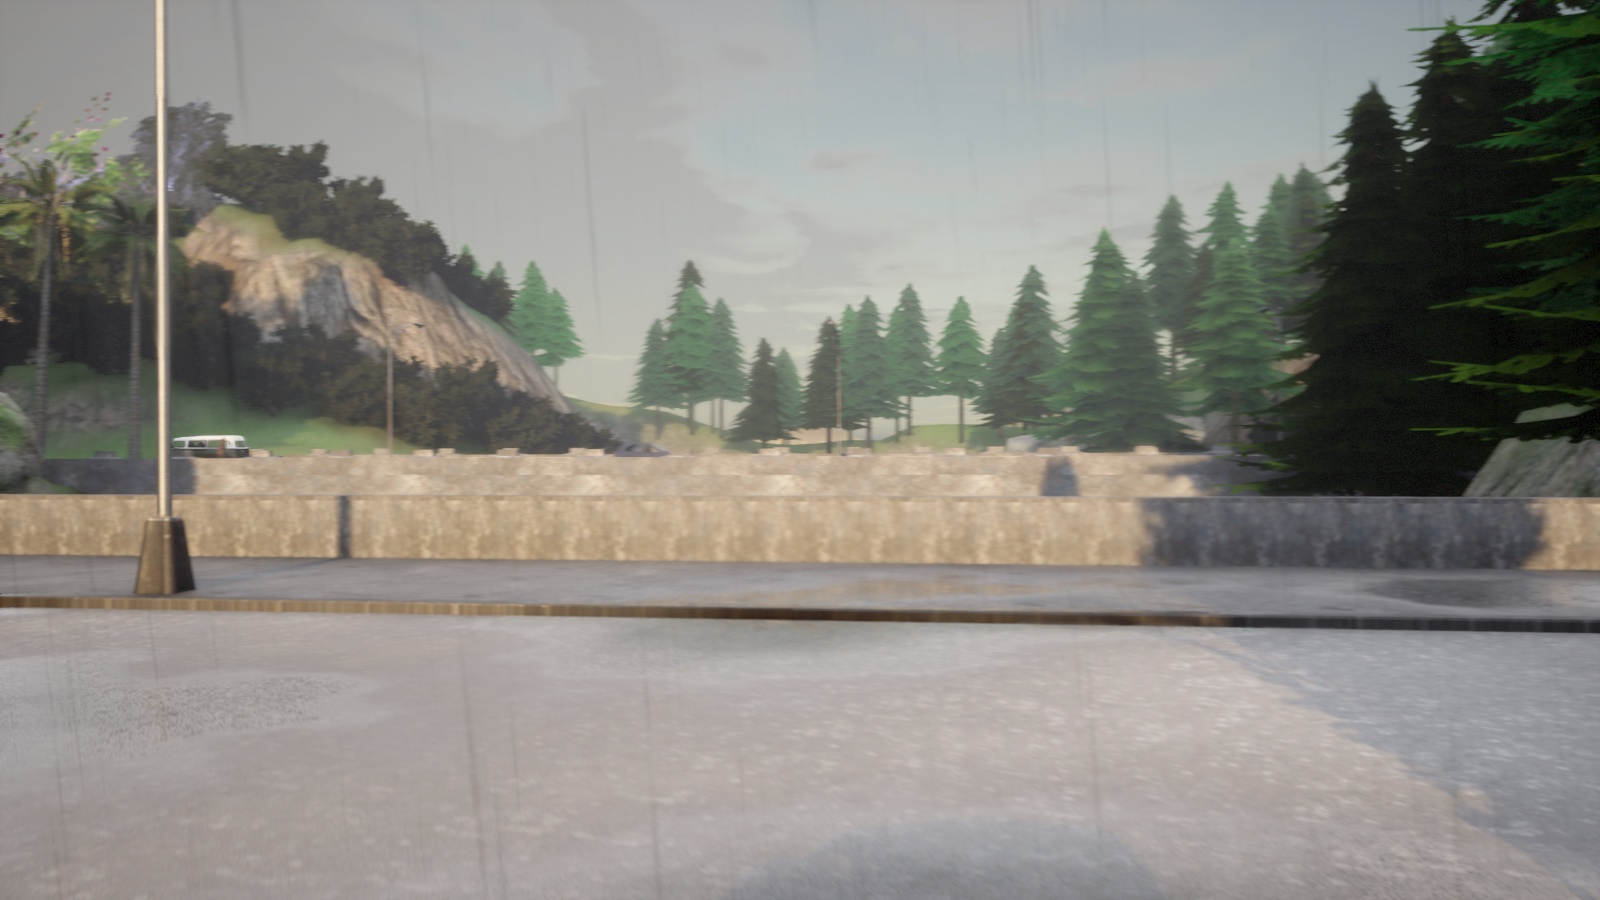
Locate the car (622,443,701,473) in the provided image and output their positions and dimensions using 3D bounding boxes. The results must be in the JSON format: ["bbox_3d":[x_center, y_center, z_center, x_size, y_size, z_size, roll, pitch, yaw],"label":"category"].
[{"bbox_3d":[-6.976,0.413,63.566,3.633,1.501,1.845,0,0,8],"label":"car"}]

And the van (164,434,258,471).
[{"bbox_3d":[-33.545,0.142,71.559,4.480,2.038,2.069,0,0,8],"label":"van"}]
